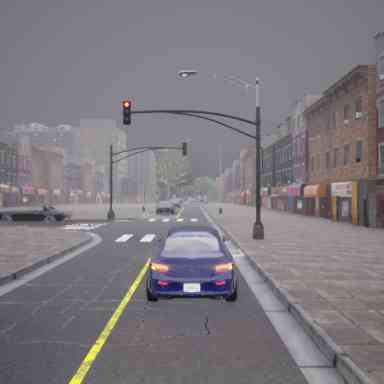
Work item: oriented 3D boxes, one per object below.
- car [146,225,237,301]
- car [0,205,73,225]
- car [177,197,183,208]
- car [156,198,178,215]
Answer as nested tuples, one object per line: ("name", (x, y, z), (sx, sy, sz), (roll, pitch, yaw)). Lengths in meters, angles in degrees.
("car", (-0.001, 1.537, 8.199), (1.812, 1.442, 4.674), (0, 0, 0))
("car", (-10.999, 1.577, 23.344), (4.718, 1.301, 1.895), (1, -1, -2))
("car", (-2.882, 1.832, 54.154), (1.882, 1.535, 5.008), (0, -1, 0))
("car", (-2.877, 1.670, 36.682), (1.882, 1.535, 5.008), (0, -1, 0))
